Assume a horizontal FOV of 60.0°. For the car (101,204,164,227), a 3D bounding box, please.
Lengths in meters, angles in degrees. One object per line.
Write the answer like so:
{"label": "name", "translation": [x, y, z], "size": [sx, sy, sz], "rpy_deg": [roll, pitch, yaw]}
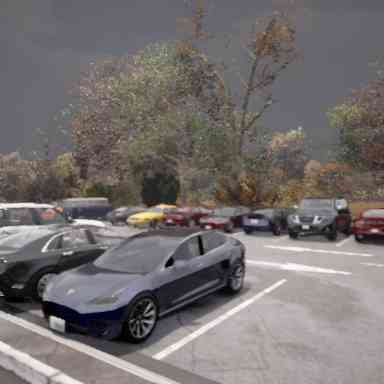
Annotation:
{"label": "car", "translation": [-4.488, 1.736, 25.713], "size": [2.002, 1.452, 4.674], "rpy_deg": [-1, -1, 35]}

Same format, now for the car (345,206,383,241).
{"label": "car", "translation": [9.126, 1.488, 16.024], "size": [2.097, 1.535, 5.008], "rpy_deg": [-1, 0, 35]}

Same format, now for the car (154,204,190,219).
{"label": "car", "translation": [0.049, 1.624, 22.481], "size": [2.097, 1.535, 5.008], "rpy_deg": [-1, -1, 35]}

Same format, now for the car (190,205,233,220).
{"label": "car", "translation": [2.305, 1.619, 20.847], "size": [2.163, 1.488, 4.792], "rpy_deg": [-1, -1, 35]}

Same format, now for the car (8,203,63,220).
{"label": "car", "translation": [-15.819, 1.930, 33.797], "size": [2.002, 1.452, 4.674], "rpy_deg": [-1, -1, 36]}

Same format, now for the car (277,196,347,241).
{"label": "car", "translation": [6.840, 1.268, 17.623], "size": [2.435, 2.045, 5.566], "rpy_deg": [-1, -1, 35]}

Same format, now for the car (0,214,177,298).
{"label": "car", "translation": [-2.866, 1.552, 8.504], "size": [2.231, 1.521, 4.892], "rpy_deg": [-1, -1, 35]}

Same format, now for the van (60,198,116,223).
{"label": "van", "translation": [-8.960, 1.541, 29.044], "size": [1.878, 1.987, 4.442], "rpy_deg": [-1, -1, 35]}

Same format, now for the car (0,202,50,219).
{"label": "car", "translation": [-18.086, 1.936, 35.419], "size": [2.097, 1.535, 5.008], "rpy_deg": [-1, -1, 36]}

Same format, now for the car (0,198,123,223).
{"label": "car", "translation": [-5.137, 1.335, 10.160], "size": [2.435, 2.045, 5.566], "rpy_deg": [-1, -1, 35]}

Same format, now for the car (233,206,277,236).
{"label": "car", "translation": [4.608, 1.583, 19.280], "size": [2.163, 1.488, 4.792], "rpy_deg": [-1, -1, 35]}

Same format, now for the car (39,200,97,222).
{"label": "car", "translation": [-11.308, 1.680, 30.537], "size": [2.185, 1.767, 4.553], "rpy_deg": [-1, -1, 35]}

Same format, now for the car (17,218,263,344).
{"label": "car", "translation": [-0.600, 1.547, 6.862], "size": [2.163, 1.488, 4.792], "rpy_deg": [-1, 0, 35]}

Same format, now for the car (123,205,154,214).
{"label": "car", "translation": [-2.325, 1.657, 23.949], "size": [1.946, 1.575, 5.366], "rpy_deg": [-1, -1, 35]}
